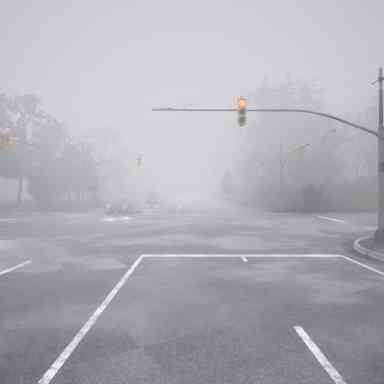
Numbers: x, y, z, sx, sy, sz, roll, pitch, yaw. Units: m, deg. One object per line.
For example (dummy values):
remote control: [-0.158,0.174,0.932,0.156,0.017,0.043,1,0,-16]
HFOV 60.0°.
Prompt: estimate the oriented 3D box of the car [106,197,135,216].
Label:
car: [-7.001,1.313,32.806,2.097,1.767,4.553,0,0,0]

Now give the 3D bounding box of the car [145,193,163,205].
car: [-7.000,1.325,59.860,2.150,2.045,5.566,0,2,0]

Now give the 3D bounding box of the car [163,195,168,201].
car: [-7.000,1.500,83.815,1.837,1.490,4.892,0,0,0]
